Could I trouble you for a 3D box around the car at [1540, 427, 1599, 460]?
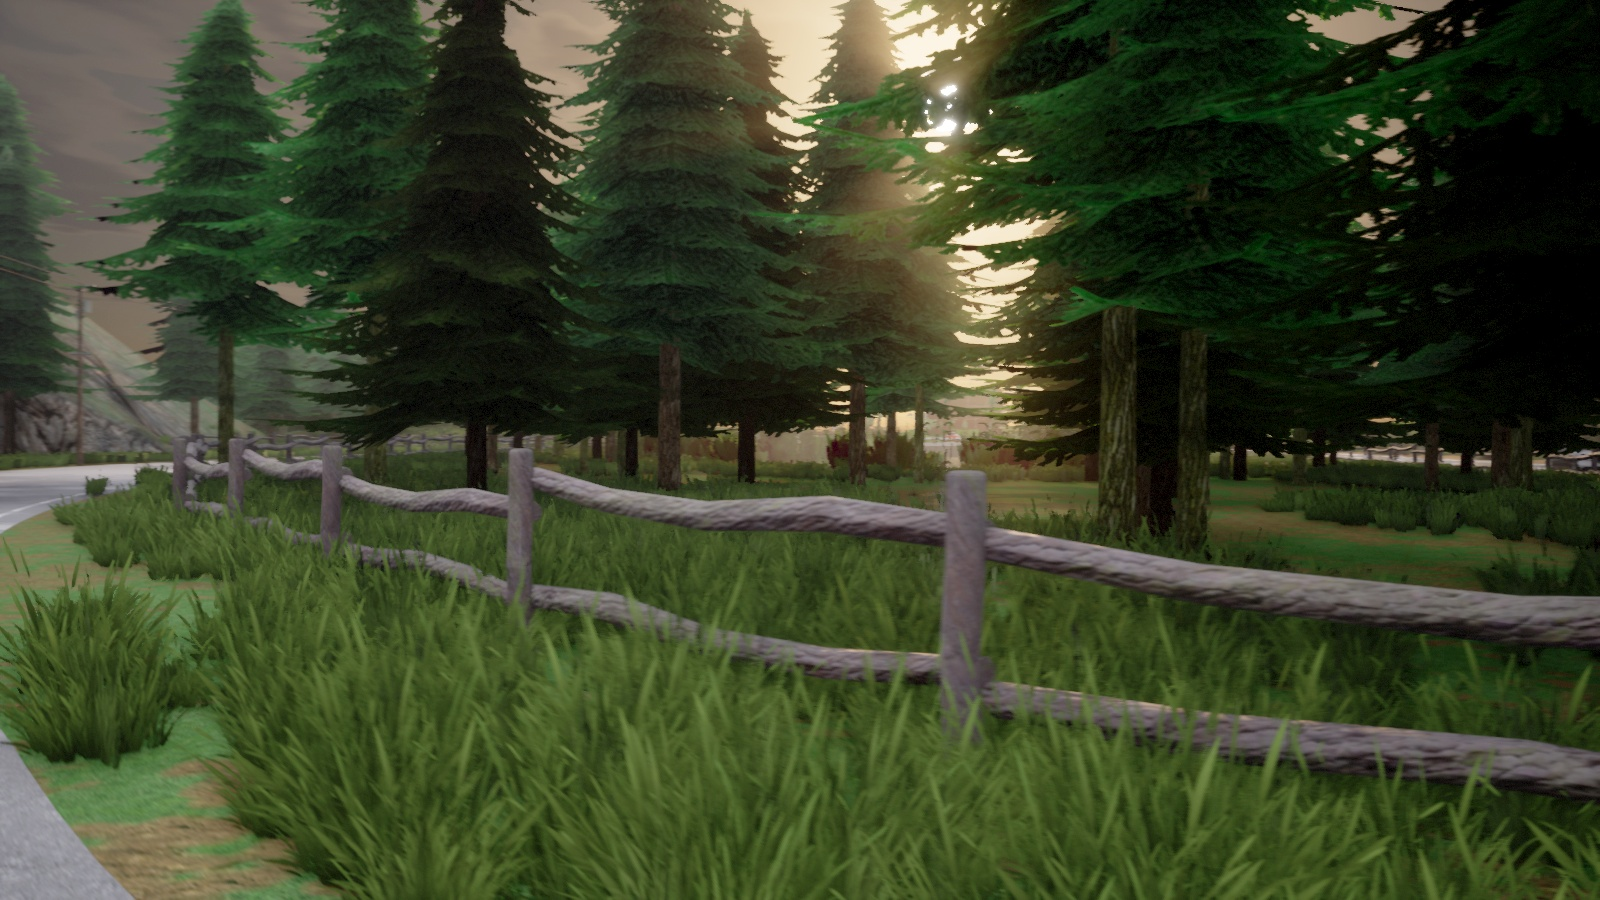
[{"bbox_3d":[35.708,-0.321,57.484,1.970,1.475,3.806,0,1,11],"label":"car"}]
